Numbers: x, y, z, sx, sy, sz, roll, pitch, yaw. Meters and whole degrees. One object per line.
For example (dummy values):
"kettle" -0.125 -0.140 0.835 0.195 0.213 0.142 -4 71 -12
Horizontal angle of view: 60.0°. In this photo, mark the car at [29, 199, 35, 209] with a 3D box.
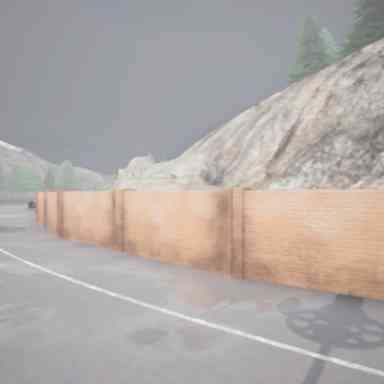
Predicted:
"car" -22.851 1.751 50.498 1.882 1.535 5.008 0 -1 0
